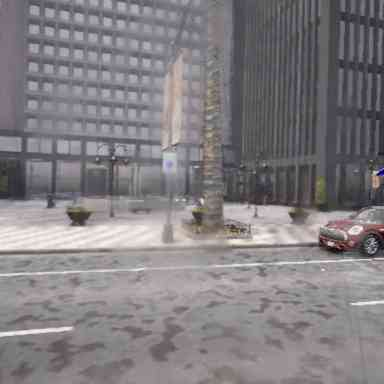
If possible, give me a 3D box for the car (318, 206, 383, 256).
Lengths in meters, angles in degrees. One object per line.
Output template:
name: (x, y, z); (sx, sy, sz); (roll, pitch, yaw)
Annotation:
car: (7.219, 1.346, 12.772); (4.553, 1.767, 2.185); (1, 1, -16)
